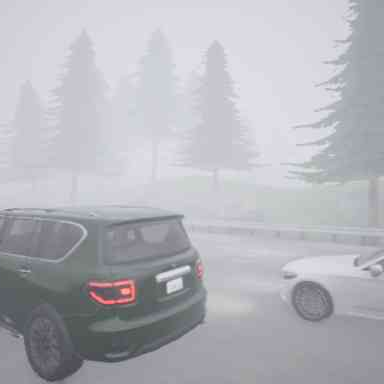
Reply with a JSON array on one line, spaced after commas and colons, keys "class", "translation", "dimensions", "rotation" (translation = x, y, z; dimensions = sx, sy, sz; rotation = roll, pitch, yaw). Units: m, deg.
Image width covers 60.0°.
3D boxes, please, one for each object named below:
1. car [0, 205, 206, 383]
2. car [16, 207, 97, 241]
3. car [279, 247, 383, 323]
[{"class": "car", "translation": [-2.395, 1.248, 5.696], "dimensions": [5.566, 2.045, 2.150], "rotation": [0, 0, 36]}, {"class": "car", "translation": [-7.307, 1.600, 17.724], "dimensions": [4.674, 1.442, 1.812], "rotation": [0, 0, 36]}, {"class": "car", "translation": [3.829, 1.526, 5.562], "dimensions": [4.674, 1.442, 1.812], "rotation": [0, 0, 36]}]
